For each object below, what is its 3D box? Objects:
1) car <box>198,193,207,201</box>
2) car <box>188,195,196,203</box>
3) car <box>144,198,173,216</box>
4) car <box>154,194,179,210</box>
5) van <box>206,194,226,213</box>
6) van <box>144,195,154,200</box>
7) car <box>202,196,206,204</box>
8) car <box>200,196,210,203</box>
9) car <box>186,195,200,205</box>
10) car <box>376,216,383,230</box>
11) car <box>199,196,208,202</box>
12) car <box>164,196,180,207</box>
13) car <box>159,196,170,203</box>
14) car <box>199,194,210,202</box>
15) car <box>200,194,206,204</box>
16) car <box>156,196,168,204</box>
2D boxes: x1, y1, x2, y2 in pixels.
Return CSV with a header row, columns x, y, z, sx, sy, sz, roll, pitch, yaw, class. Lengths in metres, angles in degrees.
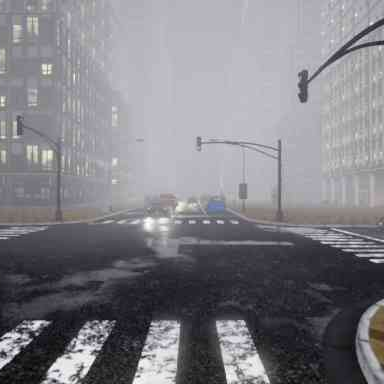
x,y,z,sx,sy,sz,roll,pitch,yaw,class
2.776,1.309,85.738,2.192,1.841,5.009,0,0,0,car
0.034,1.497,73.071,1.837,1.490,4.892,0,0,0,car
-3.227,1.600,32.855,1.895,1.301,4.718,0,0,0,car
-3.179,1.221,42.899,2.150,2.045,5.566,0,0,1,car
2.692,1.340,35.889,1.690,1.788,3.998,0,0,0,van
-5.758,1.340,46.996,1.690,1.788,3.998,0,0,0,van
2.622,1.544,41.427,1.887,1.381,4.507,0,0,0,car
2.709,1.542,69.120,1.887,1.381,4.507,0,0,0,car
0.078,1.504,59.762,1.837,1.490,4.892,0,0,0,car
13.666,1.659,20.059,4.674,1.442,1.812,0,0,-1,car
2.753,1.561,80.199,1.947,1.339,4.313,0,0,0,car
-3.139,1.491,53.203,2.128,1.511,4.902,0,0,0,car
-5.672,1.548,69.152,2.008,1.369,4.403,0,0,0,car
2.732,1.311,74.660,2.192,1.841,5.009,0,0,0,car
2.688,1.313,63.581,2.192,1.841,5.009,0,0,0,car
-5.694,1.564,63.614,1.947,1.339,4.313,0,0,0,car
